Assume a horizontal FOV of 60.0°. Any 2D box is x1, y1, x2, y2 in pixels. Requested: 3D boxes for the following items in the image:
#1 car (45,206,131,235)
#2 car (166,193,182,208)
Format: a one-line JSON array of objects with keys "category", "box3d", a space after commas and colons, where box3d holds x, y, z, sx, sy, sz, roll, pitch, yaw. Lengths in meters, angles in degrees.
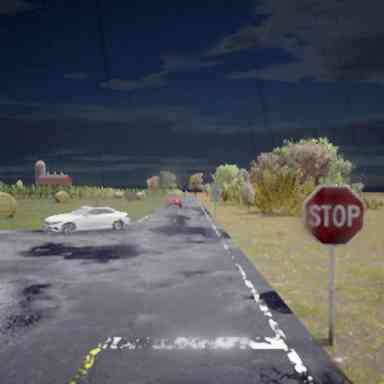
[{"category": "car", "box3d": [-5.672, 1.504, 18.545, 4.674, 1.442, 1.812, 1, 1, -42]}, {"category": "car", "box3d": [-2.642, 1.249, 50.204, 2.150, 2.045, 5.566, 0, 0, 0]}]
